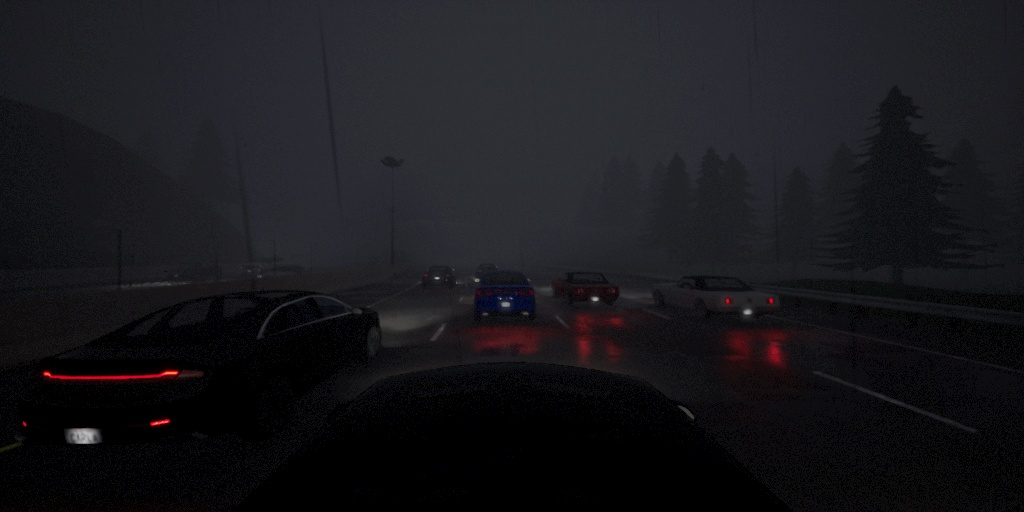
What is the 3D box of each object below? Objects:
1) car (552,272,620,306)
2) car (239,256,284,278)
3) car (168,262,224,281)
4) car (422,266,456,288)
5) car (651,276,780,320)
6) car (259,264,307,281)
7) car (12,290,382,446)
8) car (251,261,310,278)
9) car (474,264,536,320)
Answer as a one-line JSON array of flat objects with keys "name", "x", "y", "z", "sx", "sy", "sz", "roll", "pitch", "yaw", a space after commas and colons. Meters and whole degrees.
[{"name": "car", "x": 3.010, "y": 1.344, "z": 15.769, "sx": 1.895, "sy": 1.301, "sz": 4.718, "roll": 0, "pitch": 0, "yaw": -4}, {"name": "car", "x": -24.362, "y": 1.021, "z": 35.299, "sx": 2.150, "sy": 2.045, "sz": 5.566, "roll": 0, "pitch": 0, "yaw": -11}, {"name": "car", "x": -27.167, "y": 1.298, "z": 30.989, "sx": 2.128, "sy": 1.511, "sz": 4.902, "roll": 0, "pitch": 0, "yaw": -10}, {"name": "car", "x": -4.796, "y": 1.324, "z": 23.886, "sx": 1.994, "sy": 1.385, "sz": 4.181, "roll": 0, "pitch": 0, "yaw": -6}, {"name": "car", "x": 6.713, "y": 1.337, "z": 12.604, "sx": 1.895, "sy": 1.301, "sz": 4.718, "roll": 0, "pitch": 0, "yaw": -3}, {"name": "car", "x": -20.199, "y": 1.392, "z": 31.841, "sx": 1.895, "sy": 1.301, "sz": 4.718, "roll": 0, "pitch": 0, "yaw": -10}, {"name": "car", "x": -3.522, "y": 1.249, "z": 5.342, "sx": 2.128, "sy": 1.511, "sz": 4.902, "roll": 0, "pitch": 0, "yaw": -1}, {"name": "car", "x": -15.675, "y": 1.308, "z": 24.975, "sx": 1.812, "sy": 1.442, "sz": 4.674, "roll": 0, "pitch": 0, "yaw": -8}, {"name": "car", "x": -0.312, "y": 1.228, "z": 12.671, "sx": 1.882, "sy": 1.535, "sz": 5.008, "roll": 0, "pitch": 0, "yaw": -3}]
